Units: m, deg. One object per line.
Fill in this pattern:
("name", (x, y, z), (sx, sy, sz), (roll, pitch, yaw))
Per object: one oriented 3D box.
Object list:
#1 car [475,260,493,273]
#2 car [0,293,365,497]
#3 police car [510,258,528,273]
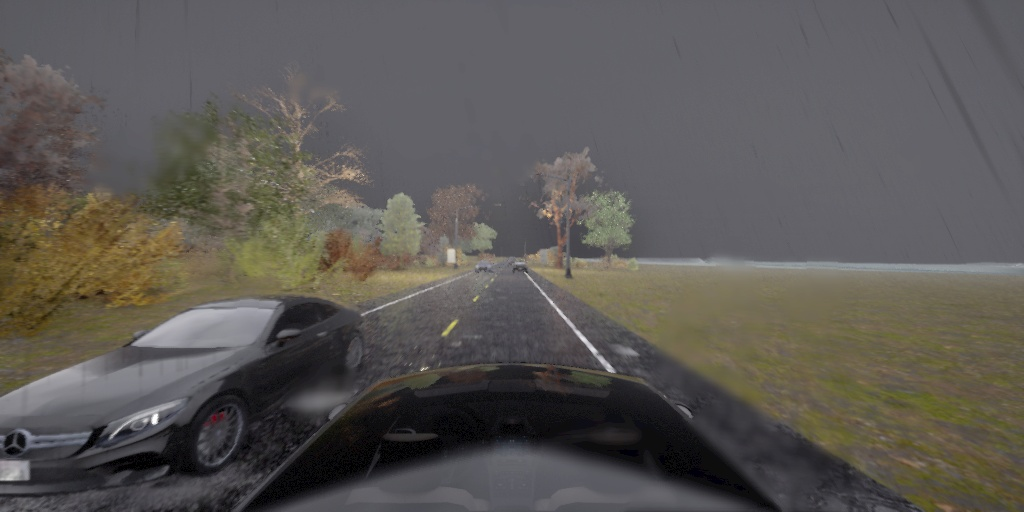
("car", (-3.564, 1.296, 46.204), (2.097, 1.767, 4.553), (0, 0, 0))
("car", (-3.599, 1.290, 4.896), (1.812, 1.442, 4.674), (0, 0, 0))
("police car", (1.045, 1.373, 46.981), (1.930, 1.638, 5.238), (0, 0, 0))
